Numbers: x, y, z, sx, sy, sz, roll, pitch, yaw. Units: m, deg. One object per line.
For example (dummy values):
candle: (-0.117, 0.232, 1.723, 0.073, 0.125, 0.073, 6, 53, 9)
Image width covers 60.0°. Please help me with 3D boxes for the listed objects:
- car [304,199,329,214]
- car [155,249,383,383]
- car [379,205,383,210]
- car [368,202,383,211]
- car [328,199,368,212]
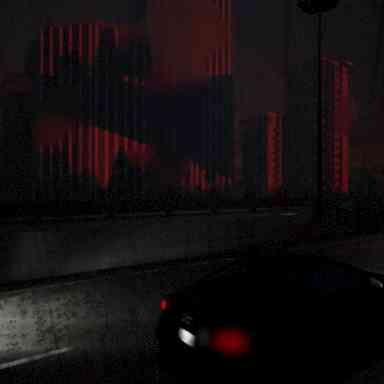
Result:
car: (13.716, 1.514, 34.688, 4.892, 1.490, 1.837, 0, 0, -34)
car: (1.581, 1.565, 4.811, 4.181, 1.385, 1.994, 0, 0, -35)
car: (11.350, 1.500, 15.827, 4.902, 1.511, 2.128, 0, 0, -35)
car: (17.771, 1.518, 28.982, 4.892, 1.490, 1.837, 0, 0, -34)
car: (15.558, 1.489, 31.708, 5.008, 1.535, 1.882, 0, 0, -34)
